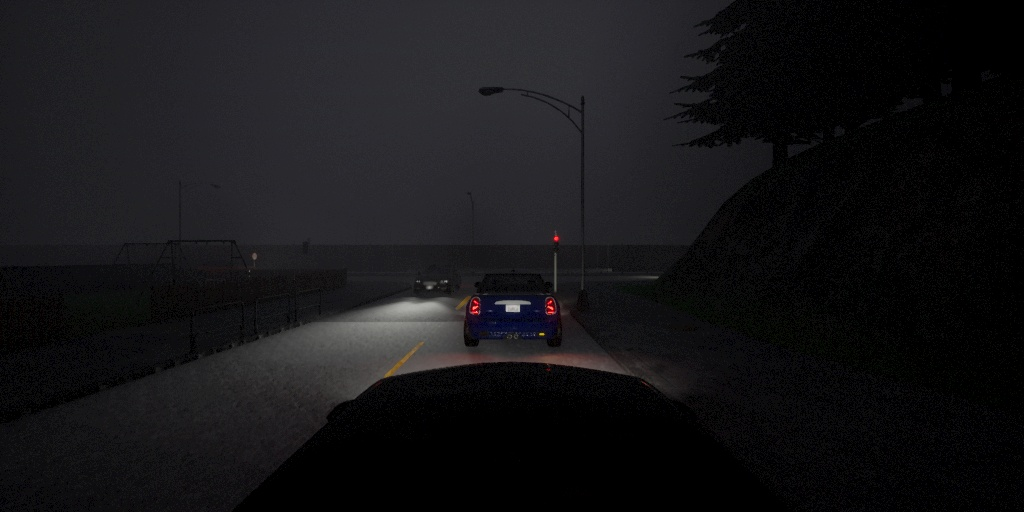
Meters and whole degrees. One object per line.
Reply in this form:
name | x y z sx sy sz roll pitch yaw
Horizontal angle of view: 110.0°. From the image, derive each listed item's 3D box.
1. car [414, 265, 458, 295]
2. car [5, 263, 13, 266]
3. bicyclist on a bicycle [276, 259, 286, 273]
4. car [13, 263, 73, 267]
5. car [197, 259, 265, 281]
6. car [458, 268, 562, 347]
car | -3.914 1.241 19.599 2.128 1.511 4.902 0 0 1
car | -48.579 1.351 33.454 4.718 1.301 1.895 0 0 1
bicyclist on a bicycle | -24.265 1.099 37.704 0.582 1.620 1.656 0 0 0
car | -37.030 1.276 29.321 4.674 1.442 1.812 0 0 0
car | -22.903 1.102 29.305 4.553 1.767 2.097 0 0 0
car | 0.035 1.102 9.516 2.097 1.767 4.553 0 0 0
